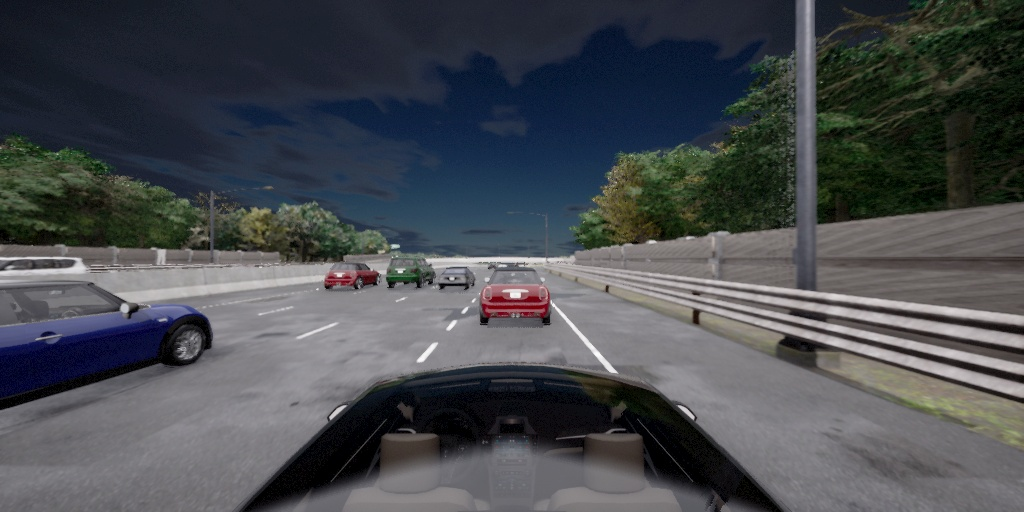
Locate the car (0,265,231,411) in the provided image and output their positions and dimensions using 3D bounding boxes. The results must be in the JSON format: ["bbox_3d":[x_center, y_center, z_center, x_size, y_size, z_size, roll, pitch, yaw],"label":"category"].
[{"bbox_3d":[-6.902,1.107,5.123,2.097,1.767,4.553,0,0,0],"label":"car"}]

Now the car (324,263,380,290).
[{"bbox_3d":[-10.412,1.221,23.772,2.097,1.767,4.553,0,-1,0],"label":"car"}]

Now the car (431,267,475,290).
[{"bbox_3d":[-3.512,1.413,23.488,2.033,1.411,5.357,0,-1,0],"label":"car"}]

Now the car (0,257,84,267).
[{"bbox_3d":[-24.609,1.038,17.631,2.150,2.045,5.566,0,-1,0],"label":"car"}]

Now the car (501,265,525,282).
[{"bbox_3d":[0.084,1.509,31.640,1.994,1.385,4.181,0,-1,0],"label":"car"}]

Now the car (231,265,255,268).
[{"bbox_3d":[-21.112,1.433,27.769,1.812,1.442,4.674,0,-1,0],"label":"car"}]

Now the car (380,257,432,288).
[{"bbox_3d":[-6.912,1.101,24.868,2.150,2.045,5.566,0,-1,0],"label":"car"}]

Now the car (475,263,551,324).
[{"bbox_3d":[0.094,1.134,12.204,2.097,1.767,4.553,0,0,0],"label":"car"}]

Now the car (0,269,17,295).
[{"bbox_3d":[-28.108,1.379,17.555,1.994,1.385,4.181,0,-1,0],"label":"car"}]
